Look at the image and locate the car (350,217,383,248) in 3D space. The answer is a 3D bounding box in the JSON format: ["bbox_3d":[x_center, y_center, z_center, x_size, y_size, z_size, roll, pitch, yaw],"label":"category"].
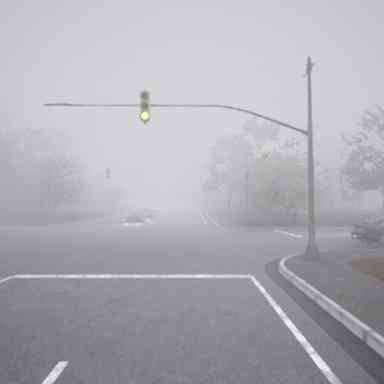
[{"bbox_3d":[10.853,2.052,17.278,4.892,1.490,1.837,0,-3,-1],"label":"car"}]

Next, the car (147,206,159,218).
[{"bbox_3d":[-7.099,3.428,53.802,2.128,1.511,4.902,0,-1,1],"label":"car"}]

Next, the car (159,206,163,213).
[{"bbox_3d":[-7.027,3.520,68.243,1.812,1.442,4.674,0,0,0],"label":"car"}]

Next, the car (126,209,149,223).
[{"bbox_3d":[-7.108,3.231,42.507,1.994,1.385,4.181,0,-2,0],"label":"car"}]
